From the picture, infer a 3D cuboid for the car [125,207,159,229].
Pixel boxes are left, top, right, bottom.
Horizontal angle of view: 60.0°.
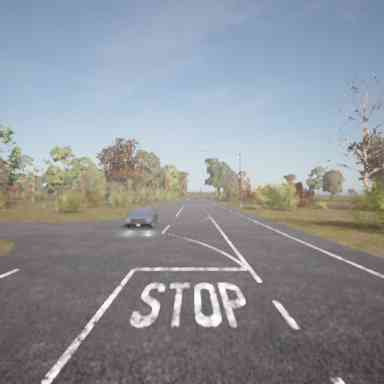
[{"bbox_3d":[-3.427,1.757,23.859,2.033,1.411,5.357,0,-1,0],"label":"car"}]
